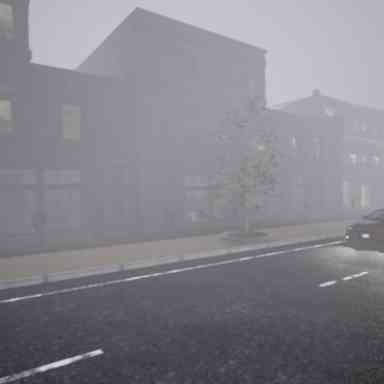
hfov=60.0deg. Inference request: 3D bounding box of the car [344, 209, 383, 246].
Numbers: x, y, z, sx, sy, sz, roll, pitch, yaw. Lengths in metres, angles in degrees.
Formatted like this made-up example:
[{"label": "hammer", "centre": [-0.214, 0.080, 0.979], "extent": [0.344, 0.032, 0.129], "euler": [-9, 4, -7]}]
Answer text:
[{"label": "car", "centre": [8.004, 1.405, 13.385], "extent": [4.181, 1.385, 1.994], "euler": [-1, 0, -35]}]
